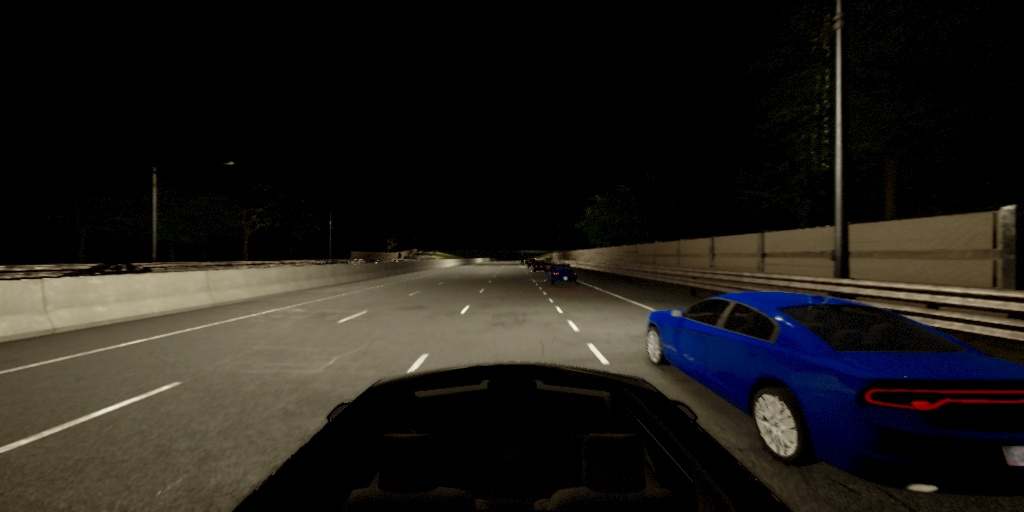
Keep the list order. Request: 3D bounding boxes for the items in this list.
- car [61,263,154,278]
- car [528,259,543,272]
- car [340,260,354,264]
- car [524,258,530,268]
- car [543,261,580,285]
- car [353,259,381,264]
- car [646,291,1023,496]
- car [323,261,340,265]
[{"bbox_3d":[-28.062,1.267,25.083,1.837,1.490,4.892,0,-1,0],"label":"car"},{"bbox_3d":[3.523,1.323,45.591,2.033,1.411,5.357,0,0,0],"label":"car"},{"bbox_3d":[-21.014,1.341,48.783,1.994,1.385,4.181,0,0,1],"label":"car"},{"bbox_3d":[3.532,1.309,61.563,1.837,1.490,4.892,0,0,0],"label":"car"},{"bbox_3d":[3.513,1.287,25.814,1.812,1.442,4.674,0,0,0],"label":"car"},{"bbox_3d":[-17.528,1.278,44.794,1.837,1.490,4.892,0,0,1],"label":"car"},{"bbox_3d":[3.502,1.216,4.931,1.882,1.535,5.008,0,0,0],"label":"car"},{"bbox_3d":[-24.507,1.342,49.354,1.994,1.385,4.181,0,0,1],"label":"car"}]
